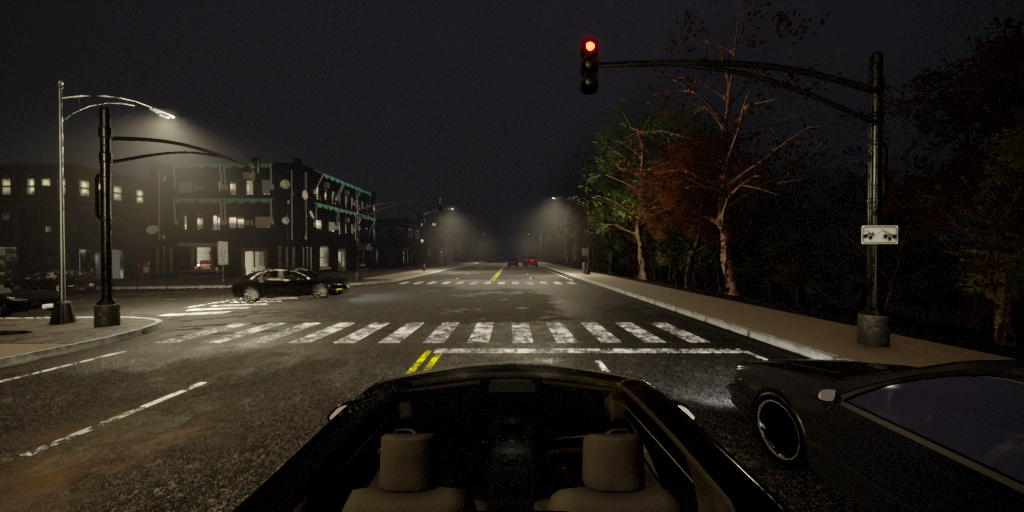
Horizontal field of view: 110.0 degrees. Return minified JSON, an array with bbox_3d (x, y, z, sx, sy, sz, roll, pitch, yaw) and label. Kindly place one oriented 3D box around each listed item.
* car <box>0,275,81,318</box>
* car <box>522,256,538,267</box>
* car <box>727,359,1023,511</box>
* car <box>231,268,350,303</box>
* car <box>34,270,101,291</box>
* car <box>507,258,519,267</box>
[{"bbox_3d":[-19.933,1.565,13.723,4.313,1.339,1.948,0,0,0],"label":"car"},{"bbox_3d":[3.428,0.948,63.942,2.150,2.045,5.566,0,0,0],"label":"car"},{"bbox_3d":[3.326,1.297,1.736,2.033,1.411,5.357,0,0,3],"label":"car"},{"bbox_3d":[-10.352,1.306,16.998,4.892,1.490,1.837,-2,1,-9],"label":"car"},{"bbox_3d":[-28.254,1.560,22.247,4.403,1.370,2.007,0,0,0],"label":"car"},{"bbox_3d":[0.182,1.232,63.359,1.837,1.490,4.892,0,0,0],"label":"car"}]
